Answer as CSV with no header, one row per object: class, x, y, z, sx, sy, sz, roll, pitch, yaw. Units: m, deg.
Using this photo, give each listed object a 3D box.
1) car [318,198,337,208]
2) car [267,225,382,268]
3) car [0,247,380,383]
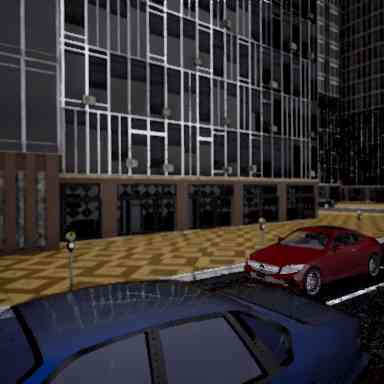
car,18.553,1.606,47.731,2.008,1.369,4.403,-2,0,-36
car,3.191,1.531,8.380,4.206,1.307,1.802,0,0,-36
car,-0.724,1.542,2.554,5.357,1.411,2.033,0,0,-36
